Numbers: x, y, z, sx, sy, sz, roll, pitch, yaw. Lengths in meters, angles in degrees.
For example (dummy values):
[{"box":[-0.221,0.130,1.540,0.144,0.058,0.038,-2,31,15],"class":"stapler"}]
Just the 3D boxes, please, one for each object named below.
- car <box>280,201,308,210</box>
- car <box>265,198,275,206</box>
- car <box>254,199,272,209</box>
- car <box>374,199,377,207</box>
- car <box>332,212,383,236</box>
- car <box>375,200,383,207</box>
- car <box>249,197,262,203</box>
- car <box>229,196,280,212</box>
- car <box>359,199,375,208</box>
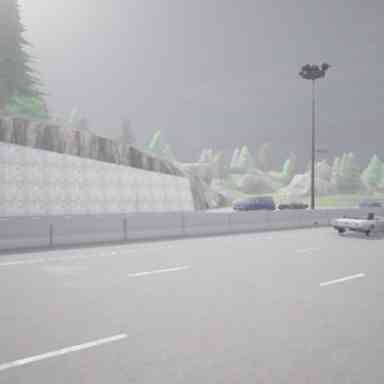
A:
[{"box":[14.937,2.048,48.979,4.718,1.301,1.895,1,0,-35],"class":"car"},{"box":[16.544,2.077,70.430,1.882,1.535,5.008,0,0,12],"class":"car"},{"box":[12.004,1.943,55.838,1.882,1.535,5.008,0,0,26],"class":"car"},{"box":[35.028,2.212,58.959,4.902,1.511,2.128,1,0,-35],"class":"car"},{"box":[10.458,1.820,19.808,4.718,1.301,1.895,1,0,-36],"class":"car"},{"box":[27.099,2.093,44.794,4.181,1.385,1.994,1,-1,-35],"class":"car"},{"box":[16.464,2.182,86.433,2.033,1.411,5.357,1,0,-4],"class":"car"},{"box":[7.473,1.539,39.430,5.566,2.045,2.150,1,0,-35],"class":"car"},{"box":[33.056,2.046,61.850,4.553,1.767,2.097,1,0,-36],"class":"car"}]
